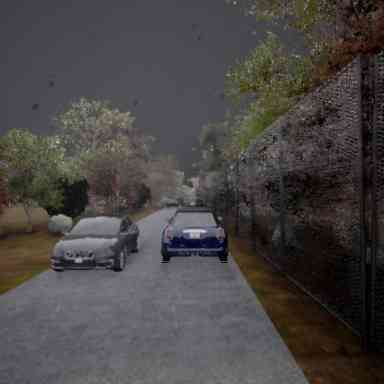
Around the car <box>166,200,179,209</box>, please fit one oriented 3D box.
[{"bbox_3d":[-3.030,1.912,52.325,1.895,1.301,4.718,0,-1,0],"label":"car"}]

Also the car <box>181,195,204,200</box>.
[{"bbox_3d":[0.034,1.283,34.042,2.150,2.045,5.566,0,0,0],"label":"car"}]

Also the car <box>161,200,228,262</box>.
[{"bbox_3d":[0.084,1.332,12.188,2.097,1.767,4.553,0,0,0],"label":"car"}]

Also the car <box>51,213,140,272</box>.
[{"bbox_3d":[-2.861,1.487,10.815,1.837,1.490,4.892,0,0,0],"label":"car"}]
